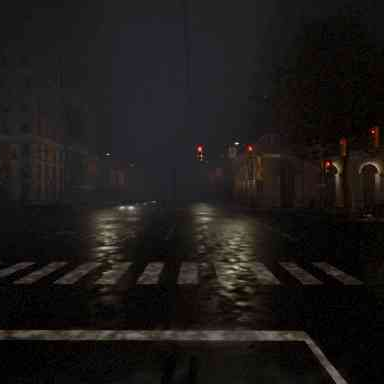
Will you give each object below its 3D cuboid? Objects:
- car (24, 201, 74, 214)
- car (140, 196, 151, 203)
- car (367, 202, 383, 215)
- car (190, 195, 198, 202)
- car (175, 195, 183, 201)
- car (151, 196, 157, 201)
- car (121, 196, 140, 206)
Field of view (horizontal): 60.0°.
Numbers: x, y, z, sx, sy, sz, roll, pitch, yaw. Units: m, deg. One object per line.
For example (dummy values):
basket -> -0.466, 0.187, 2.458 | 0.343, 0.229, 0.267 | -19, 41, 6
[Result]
car -> -15.177, 1.601, 35.345 | 4.718, 1.301, 1.895 | 0, 0, -40
car -> -10.221, 1.478, 68.724 | 1.882, 1.535, 5.008 | 0, 0, 1
car -> 19.573, 1.564, 32.742 | 4.181, 1.385, 1.994 | 0, 0, 0
car -> 0.412, 1.450, 78.586 | 2.128, 1.511, 4.902 | 0, 0, 1
car -> -3.087, 1.449, 78.631 | 2.128, 1.511, 4.902 | 0, 0, 1
car -> -10.027, 1.589, 83.151 | 1.895, 1.301, 4.718 | 0, 0, 1
car -> -10.428, 1.601, 54.914 | 1.895, 1.301, 4.718 | 0, 0, 0
